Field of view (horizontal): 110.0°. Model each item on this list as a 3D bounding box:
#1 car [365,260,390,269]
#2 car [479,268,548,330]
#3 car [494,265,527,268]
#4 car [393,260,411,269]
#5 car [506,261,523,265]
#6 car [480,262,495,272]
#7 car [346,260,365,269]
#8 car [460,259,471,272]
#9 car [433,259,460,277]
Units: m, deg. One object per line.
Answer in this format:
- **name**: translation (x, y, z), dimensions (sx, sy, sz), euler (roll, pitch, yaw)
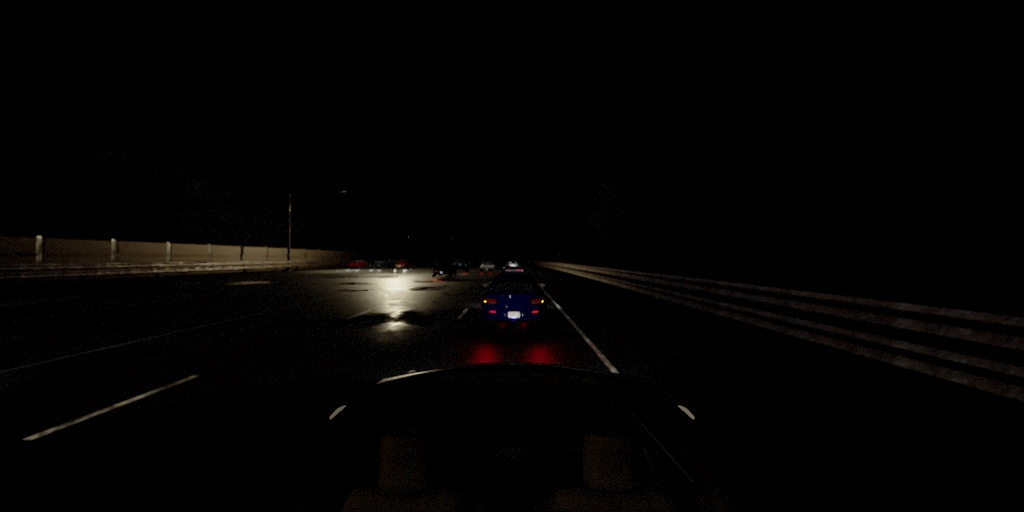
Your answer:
- **car**: translation (-21.159, 1.396, 57.502), dimensions (2.033, 1.411, 5.357), euler (0, 0, -1)
- **car**: translation (0.057, 1.268, 10.987), dimensions (1.812, 1.442, 4.674), euler (0, 0, 0)
- **car**: translation (0.109, 1.375, 21.248), dimensions (1.895, 1.301, 4.718), euler (0, 0, 0)
- **car**: translation (-17.673, 1.401, 57.996), dimensions (1.812, 1.442, 4.674), euler (0, 0, -1)
- **car**: translation (0.224, 1.310, 29.976), dimensions (2.128, 1.511, 4.902), euler (0, 0, 0)
- **car**: translation (-3.421, 1.523, 50.660), dimensions (1.895, 1.301, 4.718), euler (0, 0, -1)
- **car**: translation (-24.665, 1.359, 57.303), dimensions (1.895, 1.301, 4.718), euler (0, 2, -1)
- **car**: translation (-6.915, 1.242, 49.486), dimensions (2.097, 1.767, 4.553), euler (0, 0, -1)
- **car**: translation (-6.791, 1.314, 36.592), dimensions (1.837, 1.490, 4.892), euler (0, 0, -1)
